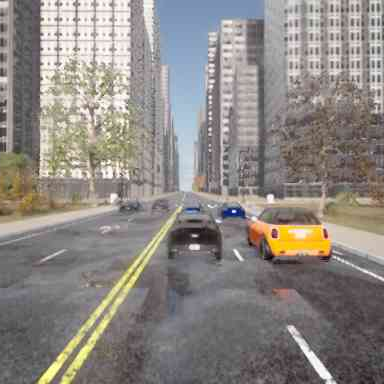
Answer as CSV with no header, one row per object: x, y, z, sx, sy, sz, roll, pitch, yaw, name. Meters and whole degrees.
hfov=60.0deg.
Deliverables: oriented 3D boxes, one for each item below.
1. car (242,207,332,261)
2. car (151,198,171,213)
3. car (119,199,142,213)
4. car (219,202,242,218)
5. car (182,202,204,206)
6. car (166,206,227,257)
3.336,1.330,12.309,2.097,1.767,4.553,0,0,0,car
-3.322,1.424,36.383,1.837,1.490,4.892,0,0,0,car
-6.573,1.484,35.966,1.994,1.385,4.181,0,0,0,car
3.347,1.504,28.425,1.994,1.385,4.181,0,0,0,car
0.095,1.505,28.195,1.994,1.385,4.181,0,0,0,car
0.089,1.480,12.737,1.837,1.490,4.892,0,0,0,car
